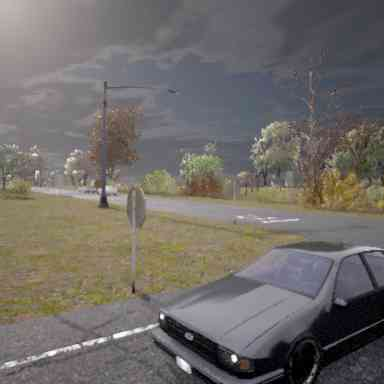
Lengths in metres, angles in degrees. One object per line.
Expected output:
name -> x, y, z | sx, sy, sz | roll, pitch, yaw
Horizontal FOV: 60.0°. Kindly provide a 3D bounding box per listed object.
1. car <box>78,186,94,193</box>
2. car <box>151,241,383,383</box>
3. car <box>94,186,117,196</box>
car -> -18.724, -0.434, 59.176 | 1.895, 1.301, 4.718 | 0, 2, -36
car -> 2.066, 1.561, 5.348 | 5.357, 1.411, 2.033 | -1, 0, -36
car -> -13.099, -0.200, 51.366 | 1.812, 1.442, 4.674 | 0, 2, -36
